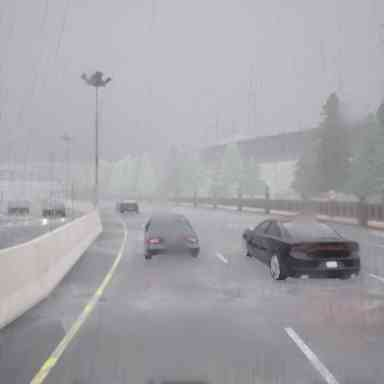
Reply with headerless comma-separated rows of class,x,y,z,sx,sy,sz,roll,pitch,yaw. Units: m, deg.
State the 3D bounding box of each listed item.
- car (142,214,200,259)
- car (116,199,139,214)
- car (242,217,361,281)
car,-0.912,1.556,12.718,2.033,1.411,5.357,0,0,-8
car,-7.148,1.521,36.402,1.882,1.535,5.008,0,0,-21
car,2.882,1.471,9.896,1.882,1.535,5.008,0,0,-6
